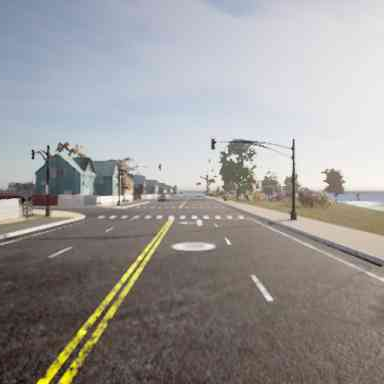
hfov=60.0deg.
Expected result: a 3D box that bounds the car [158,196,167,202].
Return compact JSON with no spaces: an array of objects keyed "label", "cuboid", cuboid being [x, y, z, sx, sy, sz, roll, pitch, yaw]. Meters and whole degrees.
[{"label":"car","cuboid":[-6.520,1.538,74.202,2.033,1.411,5.357,0,0,0]}]
